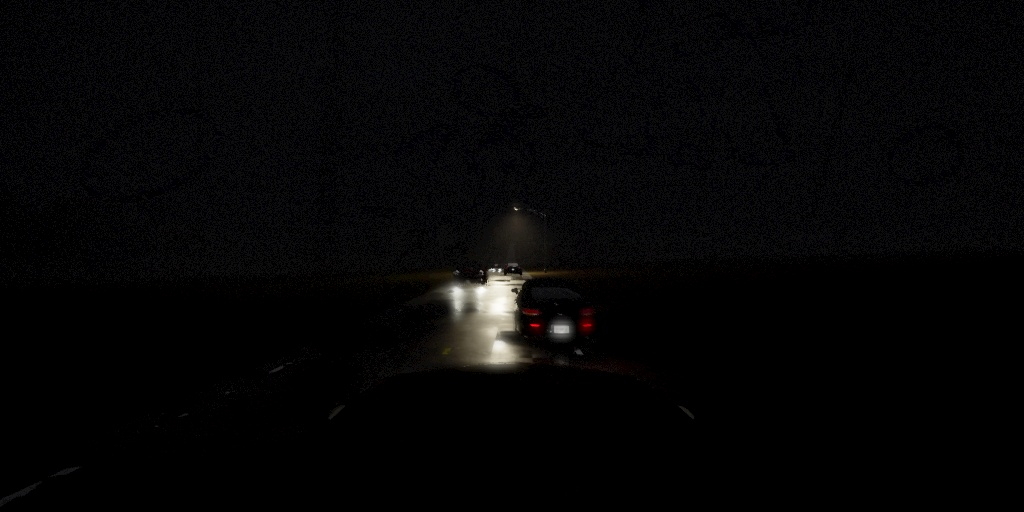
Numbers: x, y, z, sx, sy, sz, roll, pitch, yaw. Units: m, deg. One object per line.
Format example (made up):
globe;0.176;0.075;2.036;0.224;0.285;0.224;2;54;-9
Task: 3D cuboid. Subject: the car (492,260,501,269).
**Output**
car;-2.677;1.427;62.918;2.128;1.511;4.902;0;0;0

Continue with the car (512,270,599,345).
car;0.973;1.272;9.327;1.812;1.442;4.674;0;0;0

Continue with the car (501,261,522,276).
car;0.121;1.374;38.934;1.994;1.385;4.181;0;0;1

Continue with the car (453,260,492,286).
car;-2.821;1.112;25.453;2.097;1.767;4.553;0;0;0
